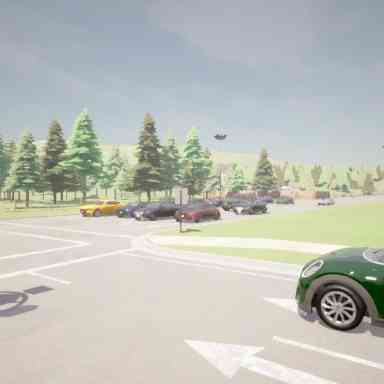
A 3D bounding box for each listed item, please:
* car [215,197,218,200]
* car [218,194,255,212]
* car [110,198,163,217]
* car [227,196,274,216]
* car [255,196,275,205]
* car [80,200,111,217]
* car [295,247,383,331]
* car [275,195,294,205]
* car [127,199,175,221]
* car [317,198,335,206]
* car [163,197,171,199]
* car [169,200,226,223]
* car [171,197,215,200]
[{"bbox_3d":[3.855,1.492,48.026,2.128,1.511,4.902,0,0,36],"label":"car"},{"bbox_3d":[5.666,1.220,38.674,2.150,2.045,5.566,0,0,36],"label":"car"},{"bbox_3d":[-4.905,1.564,30.176,1.994,1.385,4.181,0,0,37],"label":"car"},{"bbox_3d":[5.875,1.490,33.044,2.128,1.511,4.902,0,0,36],"label":"car"},{"bbox_3d":[13.419,1.526,60.916,1.812,1.442,4.674,0,0,37],"label":"car"},{"bbox_3d":[-8.245,1.478,31.553,1.882,1.535,5.008,0,0,36],"label":"car"},{"bbox_3d":[4.088,1.352,5.374,4.553,1.767,2.097,0,0,36],"label":"car"},{"bbox_3d":[16.500,1.349,59.190,2.097,1.767,4.553,0,0,36],"label":"car"},{"bbox_3d":[-2.729,1.526,27.236,1.812,1.442,4.674,0,0,36],"label":"car"},{"bbox_3d":[22.320,1.608,55.283,1.895,1.301,4.718,0,0,36],"label":"car"},{"bbox_3d":[-2.754,1.352,39.034,2.097,1.767,4.553,0,0,36],"label":"car"},{"bbox_3d":[0.486,1.564,25.705,1.994,1.385,4.181,0,0,36],"label":"car"},{"bbox_3d":[0.174,1.505,37.107,1.837,1.490,4.892,0,0,36],"label":"car"}]
